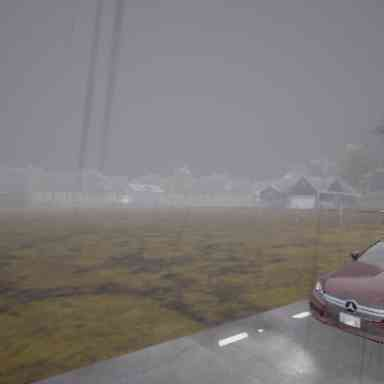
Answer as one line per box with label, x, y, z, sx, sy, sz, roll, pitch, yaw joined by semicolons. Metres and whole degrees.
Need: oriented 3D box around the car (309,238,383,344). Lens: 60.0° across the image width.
car;4.103;1.532;5.999;4.674;1.442;1.812;0;0;-35
